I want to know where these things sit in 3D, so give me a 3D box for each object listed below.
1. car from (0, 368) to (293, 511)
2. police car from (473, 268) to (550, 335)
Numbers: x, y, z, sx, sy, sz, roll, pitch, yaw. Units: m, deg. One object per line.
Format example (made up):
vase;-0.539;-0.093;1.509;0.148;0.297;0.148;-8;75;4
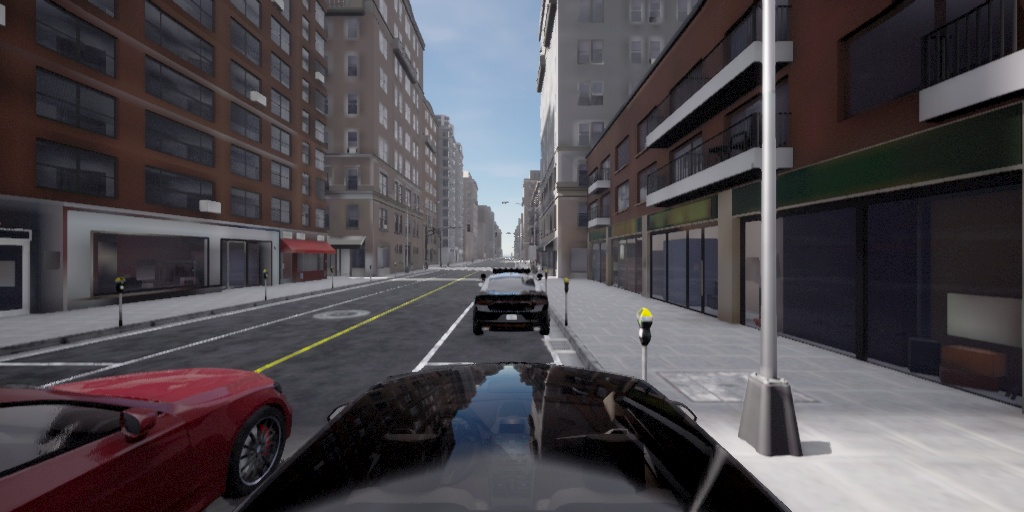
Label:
car;-3.020;1.269;1.499;1.812;1.442;4.674;0;0;0
police car;-0.012;1.165;10.610;1.930;1.638;5.238;0;0;0
